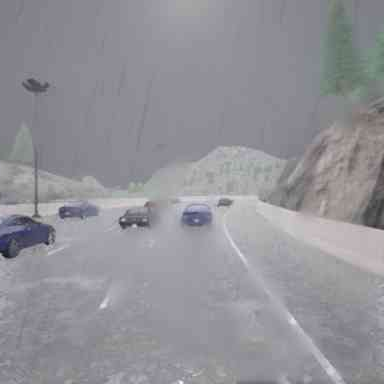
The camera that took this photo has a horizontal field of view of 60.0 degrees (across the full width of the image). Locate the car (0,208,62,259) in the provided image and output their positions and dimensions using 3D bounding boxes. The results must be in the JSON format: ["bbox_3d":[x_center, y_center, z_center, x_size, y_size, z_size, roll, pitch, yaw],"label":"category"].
[{"bbox_3d":[-6.857,1.541,12.489,1.812,1.442,4.674,0,0,1],"label":"car"}]

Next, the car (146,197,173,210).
[{"bbox_3d":[-4.296,1.528,41.588,1.882,1.535,5.008,-1,0,11],"label":"car"}]

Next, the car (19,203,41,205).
[{"bbox_3d":[-18.760,1.539,39.463,2.128,1.511,4.902,0,0,9],"label":"car"}]

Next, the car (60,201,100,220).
[{"bbox_3d":[-9.484,1.512,28.479,1.882,1.535,5.008,0,0,6],"label":"car"}]

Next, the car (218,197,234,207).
[{"bbox_3d":[5.379,1.570,52.680,1.837,1.490,4.892,-1,0,16],"label":"car"}]

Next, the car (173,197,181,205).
[{"bbox_3d":[-3.369,1.636,59.711,1.994,1.385,4.181,0,0,17],"label":"car"}]

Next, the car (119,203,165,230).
[{"bbox_3d":[-3.153,1.627,21.198,1.895,1.301,4.718,0,0,3],"label":"car"}]

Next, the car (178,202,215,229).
[{"bbox_3d":[0.439,1.504,21.784,1.882,1.535,5.008,0,0,4],"label":"car"}]
